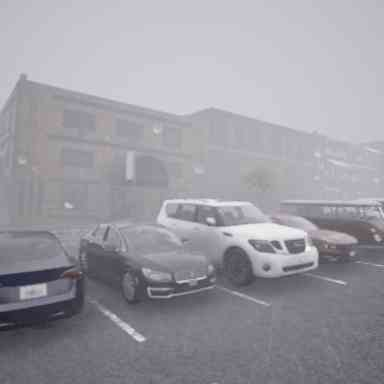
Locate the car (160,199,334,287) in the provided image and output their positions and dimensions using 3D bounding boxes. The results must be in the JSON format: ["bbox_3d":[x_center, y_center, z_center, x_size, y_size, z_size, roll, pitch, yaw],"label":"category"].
[{"bbox_3d":[0.925,1.248,9.998,2.435,2.045,5.566,0,0,-35],"label":"car"}]

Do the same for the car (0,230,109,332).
[{"bbox_3d":[-3.681,1.509,6.802,2.163,1.488,4.792,0,0,-35],"label":"car"}]

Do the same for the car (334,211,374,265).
[{"bbox_3d":[3.192,1.511,11.647,2.097,1.535,5.008,0,0,-35],"label":"car"}]

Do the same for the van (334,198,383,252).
[{"bbox_3d":[5.550,1.296,13.170,1.878,1.987,4.442,0,0,-35],"label":"van"}]

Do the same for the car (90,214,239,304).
[{"bbox_3d":[-1.384,1.489,8.400,2.231,1.521,4.892,0,0,-35],"label":"car"}]
